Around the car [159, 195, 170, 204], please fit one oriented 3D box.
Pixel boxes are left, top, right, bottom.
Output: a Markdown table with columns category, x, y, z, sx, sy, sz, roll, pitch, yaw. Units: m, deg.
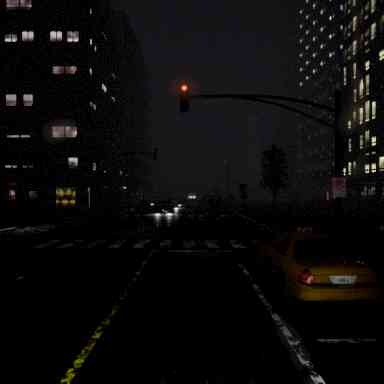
| category | x | y | z | sx | sy | sz | roll | pitch | yaw |
| --- | --- | --- | --- | --- | --- | --- | --- | --- | --- |
| car | -5.638 | 1.496 | 68.115 | 1.967 | 1.590 | 4.097 | 0 | 0 | 0 |

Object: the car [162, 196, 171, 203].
| category | x | y | z | sx | sy | sz | roll | pitch | yaw |
| --- | --- | --- | --- | --- | --- | --- | --- | --- | --- |
| car | -5.633 | 1.648 | 73.642 | 1.802 | 1.307 | 4.206 | 0 | 0 | 0 |

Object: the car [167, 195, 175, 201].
| category | x | y | z | sx | sy | sz | roll | pitch | yaw |
| --- | --- | --- | --- | --- | --- | --- | --- | --- | --- |
| car | -5.619 | 1.624 | 90.052 | 1.752 | 1.417 | 4.829 | 0 | 0 | 0 |

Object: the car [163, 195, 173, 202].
| category | x | y | z | sx | sy | sz | roll | pitch | yaw |
| --- | --- | --- | --- | --- | --- | --- | --- | --- | --- |
| car | -5.629 | 1.516 | 79.168 | 1.967 | 1.590 | 4.097 | 0 | 0 | 0 |

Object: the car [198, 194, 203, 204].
| category | x | y | z | sx | sy | sz | roll | pitch | yaw |
| --- | --- | --- | --- | --- | --- | --- | --- | --- | --- |
| car | 2.737 | 1.361 | 62.581 | 2.192 | 1.841 | 5.009 | 0 | 0 | 0 |

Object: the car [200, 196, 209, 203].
| category | x | y | z | sx | sy | sz | roll | pitch | yaw |
| --- | --- | --- | --- | --- | --- | --- | --- | --- | --- |
| car | 2.747 | 1.611 | 73.635 | 1.887 | 1.381 | 4.507 | 0 | 0 | 0 |

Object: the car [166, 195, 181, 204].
| category | x | y | z | sx | sy | sz | roll | pitch | yaw |
| --- | --- | --- | --- | --- | --- | --- | --- | --- | --- |
| car | -3.055 | 1.553 | 49.543 | 1.812 | 1.442 | 4.674 | 0 | 0 | 0 |

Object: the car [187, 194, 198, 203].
| category | x | y | z | sx | sy | sz | roll | pitch | yaw |
| --- | --- | --- | --- | --- | --- | --- | --- | --- | --- |
| car | 0.145 | 1.660 | 70.134 | 1.895 | 1.301 | 4.718 | 0 | 0 | 0 |

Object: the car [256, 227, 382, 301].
| category | x | y | z | sx | sy | sz | roll | pitch | yaw |
| --- | --- | --- | --- | --- | --- | --- | --- | --- | --- |
| car | 2.694 | 1.526 | 8.232 | 1.752 | 1.417 | 4.829 | 0 | 0 | 0 |

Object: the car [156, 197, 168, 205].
| category | x | y | z | sx | sy | sz | roll | pitch | yaw |
| --- | --- | --- | --- | --- | --- | --- | --- | --- | --- |
| car | -5.642 | 1.591 | 62.587 | 1.887 | 1.381 | 4.507 | 0 | 0 | 0 |

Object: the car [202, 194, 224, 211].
| category | x | y | z | sx | sy | sz | roll | pitch | yaw |
| --- | --- | --- | --- | --- | --- | --- | --- | --- | --- |
| car | 2.720 | 1.332 | 40.475 | 2.192 | 1.841 | 5.009 | 0 | 0 | 0 |

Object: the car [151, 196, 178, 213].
| category | x | y | z | sx | sy | sz | roll | pitch | yaw |
| --- | --- | --- | --- | --- | --- | --- | --- | --- | --- |
| car | -3.068 | 1.562 | 38.151 | 2.033 | 1.411 | 5.357 | 0 | 0 | 0 |

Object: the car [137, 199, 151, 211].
| category | x | y | z | sx | sy | sz | roll | pitch | yaw |
| --- | --- | --- | --- | --- | --- | --- | --- | --- | --- |
| car | -5.659 | 1.567 | 40.482 | 2.008 | 1.369 | 4.403 | 0 | 0 | 0 |

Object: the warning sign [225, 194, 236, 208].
| category | x | y | z | sx | sy | sz | roll | pitch | yaw |
| --- | --- | --- | --- | --- | --- | --- | --- | --- | --- |
| warning sign | 5.109 | 1.135 | 43.730 | 1.300 | 1.860 | 1.060 | 0 | 0 | 0 |

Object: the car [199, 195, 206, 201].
| category | x | y | z | sx | sy | sz | roll | pitch | yaw |
| --- | --- | --- | --- | --- | --- | --- | --- | --- | --- |
| car | 2.761 | 1.624 | 90.385 | 1.752 | 1.417 | 4.829 | 0 | 0 | 0 |

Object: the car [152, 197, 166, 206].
| category | x | y | z | sx | sy | sz | roll | pitch | yaw |
| --- | --- | --- | --- | --- | --- | --- | --- | --- | --- |
| car | -5.646 | 1.588 | 57.062 | 2.008 | 1.369 | 4.403 | 0 | 0 | 0 |

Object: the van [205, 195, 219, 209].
| category | x | y | z | sx | sy | sz | roll | pitch | yaw |
| --- | --- | --- | --- | --- | --- | --- | --- | --- | --- |
| van | 2.724 | 1.363 | 46.001 | 1.690 | 1.788 | 3.998 | 0 | 0 | 0 |
